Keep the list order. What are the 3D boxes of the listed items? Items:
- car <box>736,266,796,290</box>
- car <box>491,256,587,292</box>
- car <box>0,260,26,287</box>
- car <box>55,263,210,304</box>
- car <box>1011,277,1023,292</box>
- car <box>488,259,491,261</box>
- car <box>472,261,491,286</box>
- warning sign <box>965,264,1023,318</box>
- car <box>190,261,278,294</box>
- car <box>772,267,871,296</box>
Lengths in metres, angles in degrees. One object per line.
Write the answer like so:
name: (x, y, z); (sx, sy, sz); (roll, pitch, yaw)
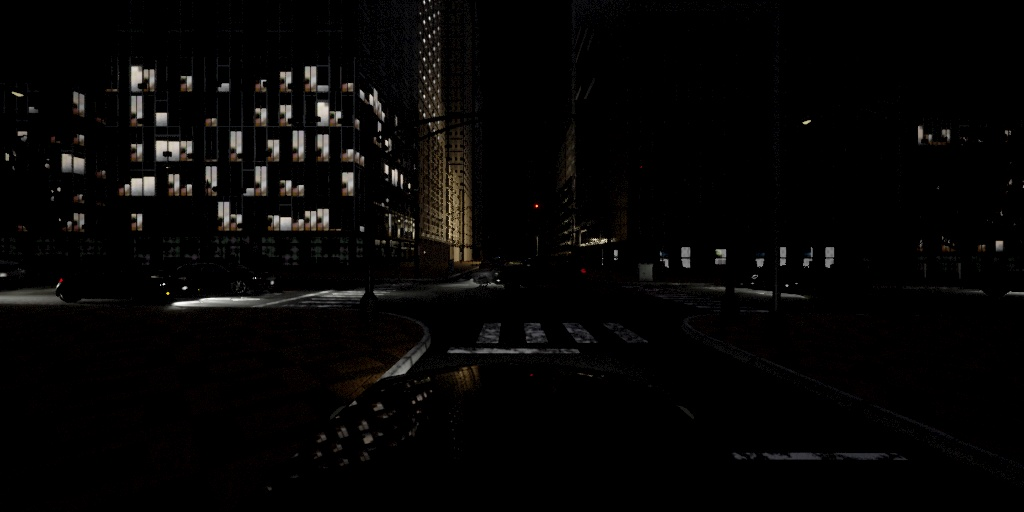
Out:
car: (18.612, 1.459, 25.620); (4.553, 1.767, 2.097); (1, 0, -2)
car: (1.694, 1.004, 21.630); (5.566, 2.045, 2.150); (1, 0, -3)
car: (-26.948, 0.500, 16.965); (5.566, 2.045, 2.150); (1, 0, -2)
car: (-15.036, 1.063, 14.217); (4.181, 1.385, 1.994); (1, 0, -2)
car: (39.346, 2.043, 26.494); (4.181, 1.385, 1.994); (1, 0, -2)
car: (-1.372, 1.259, 37.140); (2.128, 1.511, 4.902); (0, 0, 0)
car: (-0.408, 1.297, 24.803); (4.674, 1.442, 1.812); (0, 0, -3)
warning sign: (17.313, 1.204, 12.853); (1.060, 1.860, 1.300); (0, 0, -2)
car: (-14.236, 1.004, 17.513); (4.902, 1.511, 2.128); (1, 0, -3)
car: (19.526, 1.629, 22.406); (4.892, 1.490, 1.837); (1, 0, -2)
